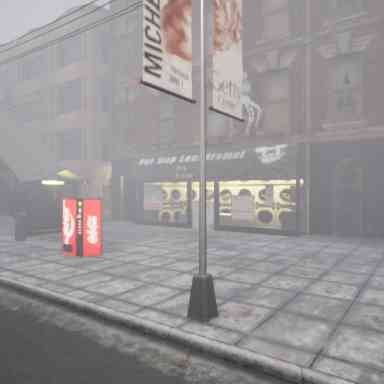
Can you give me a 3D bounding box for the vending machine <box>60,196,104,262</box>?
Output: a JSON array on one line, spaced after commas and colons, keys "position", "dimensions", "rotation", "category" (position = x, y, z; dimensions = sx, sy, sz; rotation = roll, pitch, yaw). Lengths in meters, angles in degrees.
[{"position": [-3.740, 1.195, 11.324], "dimensions": [0.880, 2.100, 1.100], "rotation": [0, 0, 36], "category": "vending machine"}]
